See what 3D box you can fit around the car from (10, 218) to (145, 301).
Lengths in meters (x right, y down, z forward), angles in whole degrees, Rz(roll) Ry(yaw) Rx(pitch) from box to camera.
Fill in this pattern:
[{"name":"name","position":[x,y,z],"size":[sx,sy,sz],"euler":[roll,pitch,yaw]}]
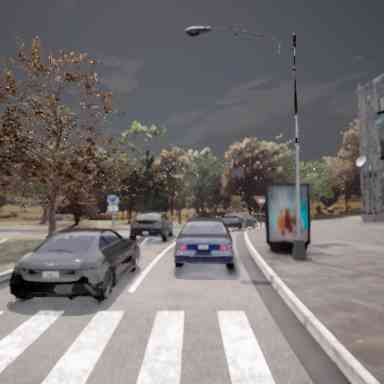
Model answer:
[{"name":"car","position":[-2.632,1.577,8.414],"size":[1.994,1.385,4.181],"euler":[0,-1,3]}]

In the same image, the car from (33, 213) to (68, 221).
[{"name":"car","position":[-24.890,4.342,58.677],"size":[5.357,1.411,2.033],"euler":[2,-4,-33]}]

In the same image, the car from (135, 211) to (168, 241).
[{"name":"car","position":[-2.104,1.804,18.236],"size":[1.837,1.490,4.892],"euler":[0,-3,3]}]

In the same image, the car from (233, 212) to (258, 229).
[{"name":"car","position":[4.113,2.456,28.520],"size":[2.128,1.511,4.902],"euler":[-2,-5,31]}]

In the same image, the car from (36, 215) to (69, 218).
[{"name":"car","position":[-23.136,4.148,55.947],"size":[4.902,1.511,2.128],"euler":[2,-4,-33]}]

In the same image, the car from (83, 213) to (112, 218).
[{"name":"car","position":[-16.646,4.372,58.430],"size":[5.008,1.535,1.882],"euler":[0,-4,-6]}]

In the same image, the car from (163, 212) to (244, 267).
[{"name":"car","position":[0.457,1.601,11.539],"size":[2.033,1.411,5.357],"euler":[0,-1,3]}]
